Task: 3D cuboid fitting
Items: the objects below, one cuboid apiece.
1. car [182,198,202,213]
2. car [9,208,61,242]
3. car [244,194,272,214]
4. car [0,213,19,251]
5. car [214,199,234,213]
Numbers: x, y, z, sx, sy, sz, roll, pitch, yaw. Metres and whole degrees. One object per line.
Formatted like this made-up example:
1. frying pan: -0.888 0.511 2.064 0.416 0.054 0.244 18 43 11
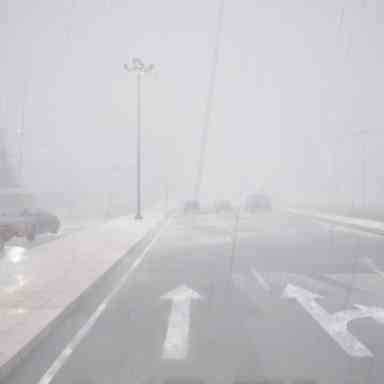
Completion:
1. car: 0.003 1.480 36.730 1.837 1.490 4.892 0 0 0
2. car: -7.998 1.460 16.105 1.994 1.385 4.181 0 0 0
3. car: 7.001 1.199 35.527 2.150 2.045 5.566 0 0 0
4. car: -8.048 1.593 11.066 1.895 1.301 4.718 0 0 1
5. car: 3.503 1.498 37.195 1.812 1.442 4.674 0 0 0
